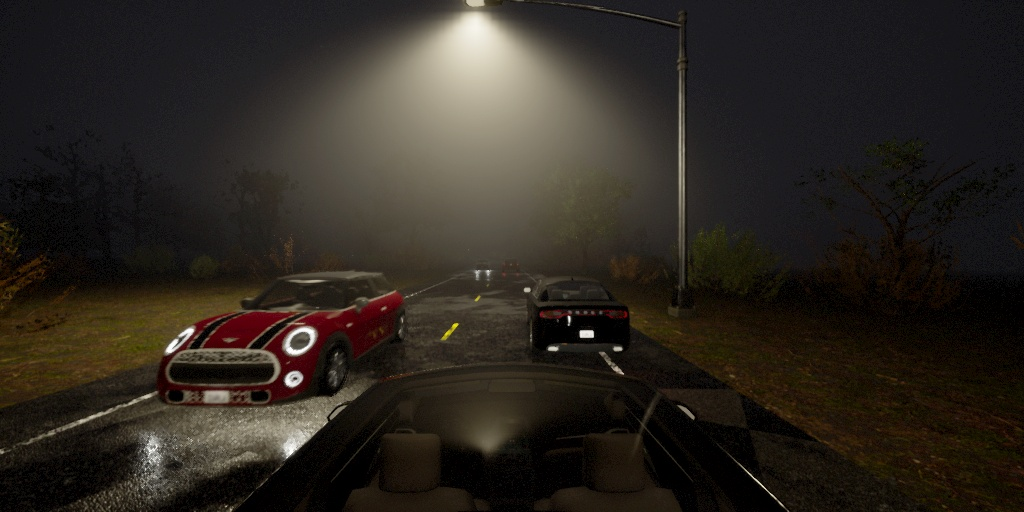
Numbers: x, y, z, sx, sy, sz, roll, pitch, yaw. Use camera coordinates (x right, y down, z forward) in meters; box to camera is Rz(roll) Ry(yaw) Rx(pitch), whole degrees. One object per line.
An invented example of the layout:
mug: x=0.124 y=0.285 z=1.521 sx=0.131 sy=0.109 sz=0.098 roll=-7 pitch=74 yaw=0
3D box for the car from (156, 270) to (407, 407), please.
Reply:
car: x=-3.527 y=1.100 z=6.552 sx=2.097 sy=1.767 sz=4.553 roll=0 pitch=0 yaw=1

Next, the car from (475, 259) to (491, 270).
car: x=-4.067 y=1.205 z=50.411 sx=1.837 sy=1.490 sz=4.892 roll=0 pitch=0 yaw=-2

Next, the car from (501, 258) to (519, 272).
car: x=-0.195 y=1.060 z=44.724 sx=2.097 sy=1.767 sz=4.553 roll=0 pitch=0 yaw=-2

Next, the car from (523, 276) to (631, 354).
car: x=1.339 y=1.225 z=8.793 sx=1.882 sy=1.535 sz=5.008 roll=0 pitch=0 yaw=1
